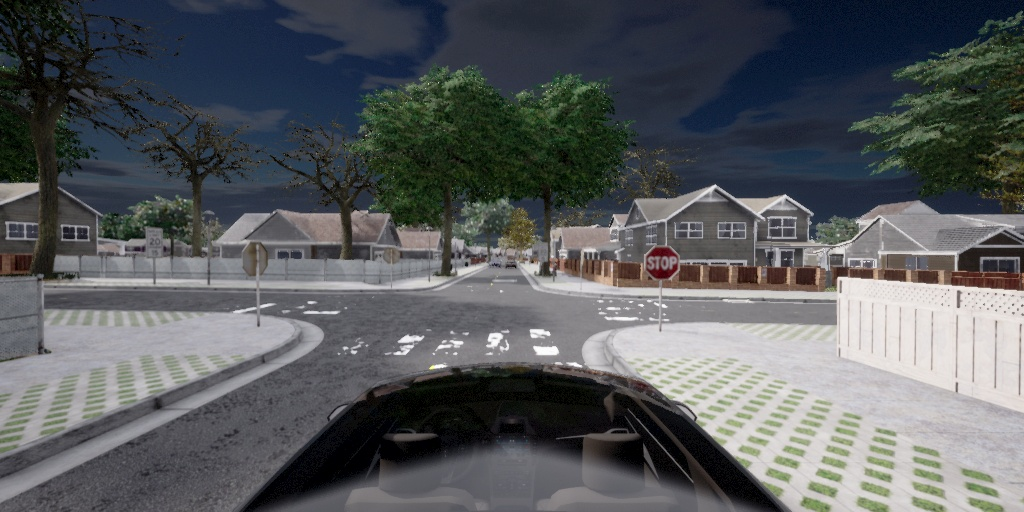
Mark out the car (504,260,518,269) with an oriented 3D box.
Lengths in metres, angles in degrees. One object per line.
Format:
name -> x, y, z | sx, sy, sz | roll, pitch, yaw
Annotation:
car -> -0.146, 1.333, 57.370 | 1.837, 1.490, 4.892 | 0, 0, 0

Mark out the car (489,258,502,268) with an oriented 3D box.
car -> -2.910, 1.195, 62.423 | 2.097, 1.767, 4.553 | 0, 0, 0
